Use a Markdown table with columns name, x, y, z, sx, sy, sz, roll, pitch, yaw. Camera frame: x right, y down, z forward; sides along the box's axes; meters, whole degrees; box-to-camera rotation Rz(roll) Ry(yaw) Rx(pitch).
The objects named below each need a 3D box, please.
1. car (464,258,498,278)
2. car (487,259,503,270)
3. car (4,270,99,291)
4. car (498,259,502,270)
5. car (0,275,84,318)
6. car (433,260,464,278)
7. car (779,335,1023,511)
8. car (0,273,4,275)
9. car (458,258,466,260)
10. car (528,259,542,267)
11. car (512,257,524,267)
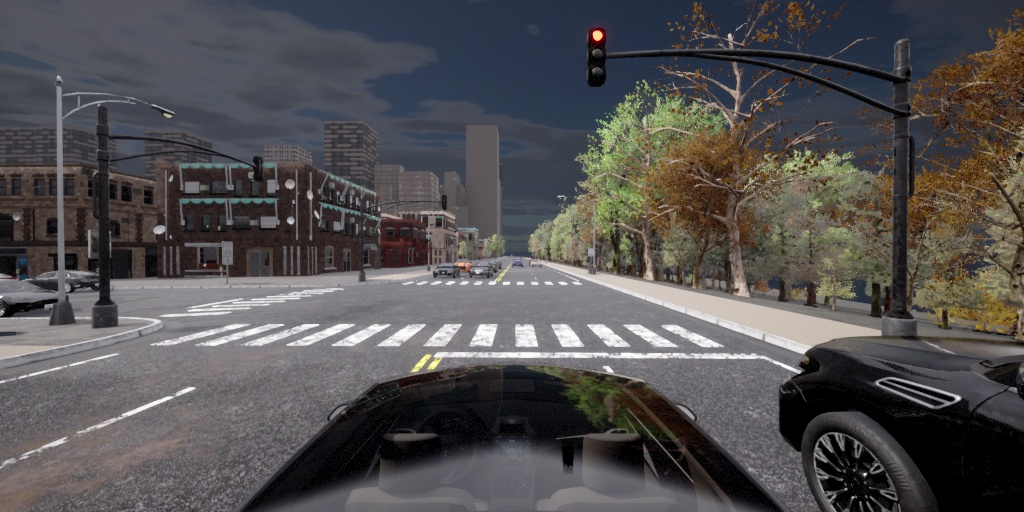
| name | x | y | z | sx | sy | sz | roll | pitch | yaw |
| --- | --- | --- | --- | --- | --- | --- | --- | --- | --- |
| car | -2.820 | 1.229 | 33.769 | 2.128 | 1.511 | 4.902 | 0 | 0 | 3 |
| car | -2.503 | 1.219 | 53.502 | 2.128 | 1.511 | 4.902 | 0 | 0 | 1 |
| car | -27.958 | 1.558 | 22.352 | 4.403 | 1.370 | 2.007 | 0 | 0 | 1 |
| car | -2.673 | 1.224 | 43.260 | 2.128 | 1.511 | 4.902 | 0 | 0 | 1 |
| car | -19.766 | 1.564 | 13.704 | 4.313 | 1.339 | 1.948 | 0 | 0 | 1 |
| car | -6.080 | 1.302 | 33.754 | 1.994 | 1.385 | 4.181 | 0 | 0 | 1 |
| car | 3.322 | 0.972 | 0.665 | 2.150 | 2.045 | 5.566 | 0 | 0 | 1 |
| car | -33.493 | 1.653 | 22.449 | 4.207 | 1.307 | 1.802 | 0 | 0 | 1 |
| car | -5.914 | 1.085 | 43.751 | 2.097 | 1.767 | 4.553 | 0 | 0 | 1 |
| car | 4.362 | 1.322 | 64.121 | 1.895 | 1.301 | 4.718 | 0 | 0 | 1 |
| car | 1.002 | 1.248 | 63.791 | 1.812 | 1.442 | 4.674 | 0 | 0 | 1 |
